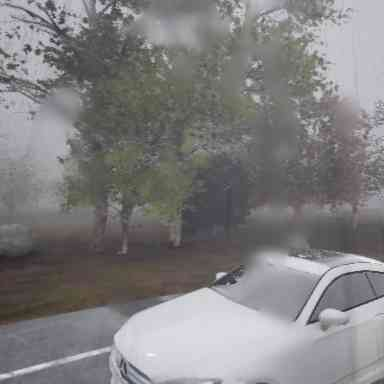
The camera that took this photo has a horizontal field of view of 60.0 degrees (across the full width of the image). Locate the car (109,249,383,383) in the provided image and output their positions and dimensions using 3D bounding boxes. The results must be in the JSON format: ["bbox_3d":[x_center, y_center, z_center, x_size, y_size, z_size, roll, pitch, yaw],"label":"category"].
[{"bbox_3d":[1.348,1.528,4.205,4.674,1.442,1.812,0,0,-31],"label":"car"}]
